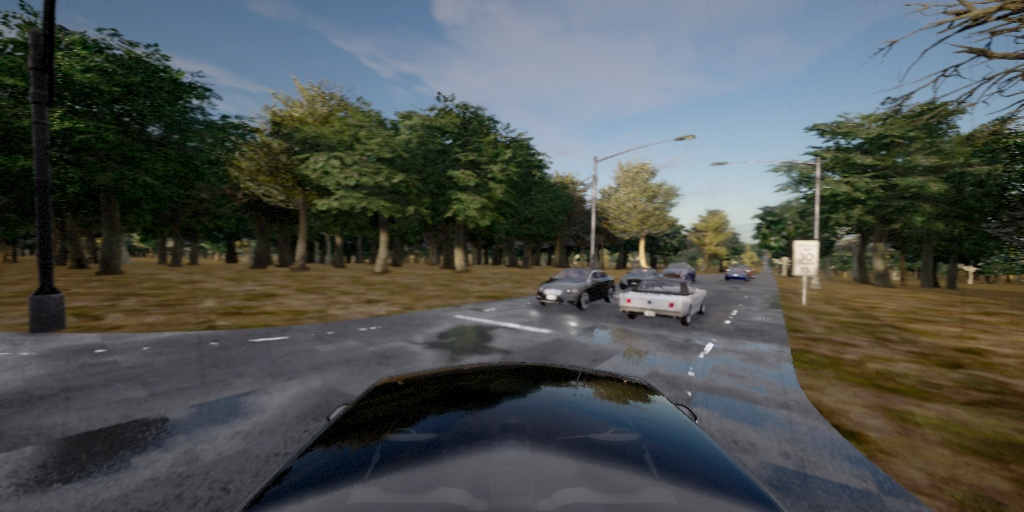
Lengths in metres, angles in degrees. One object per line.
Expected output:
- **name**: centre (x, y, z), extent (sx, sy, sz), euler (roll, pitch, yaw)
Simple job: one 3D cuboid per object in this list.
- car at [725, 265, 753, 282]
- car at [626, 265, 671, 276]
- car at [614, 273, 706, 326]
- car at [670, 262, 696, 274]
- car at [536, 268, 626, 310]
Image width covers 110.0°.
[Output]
- **car**: centre (23.141, 1.886, 36.803), extent (1.994, 1.385, 4.181), euler (2, 0, 36)
- **car**: centre (8.231, 1.435, 22.440), extent (1.994, 1.385, 4.181), euler (2, 0, 36)
- **car**: centre (5.365, 1.440, 12.356), extent (1.895, 1.301, 4.718), euler (2, 0, 36)
- **car**: centre (14.397, 1.375, 30.928), extent (2.097, 1.767, 4.553), euler (2, 0, 36)
- **car**: centre (2.805, 1.254, 14.971), extent (2.128, 1.511, 4.902), euler (2, 0, 34)
